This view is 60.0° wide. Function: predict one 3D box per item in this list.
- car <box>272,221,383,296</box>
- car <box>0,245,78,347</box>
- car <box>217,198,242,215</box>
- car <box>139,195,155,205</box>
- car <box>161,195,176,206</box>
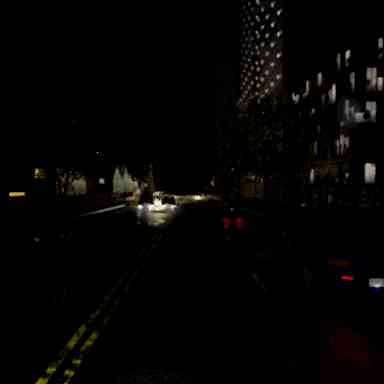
[{"bbox_3d":[3.350,1.452,8.317,1.812,1.442,4.674,0,0,0],"label":"car"},{"bbox_3d":[-3.351,1.557,4.828,1.895,1.301,4.718,0,0,0],"label":"car"},{"bbox_3d":[3.354,1.243,30.410,2.128,1.511,4.902,0,0,0],"label":"car"},{"bbox_3d":[-6.559,1.149,48.364,1.812,1.442,4.674,0,0,0],"label":"car"},{"bbox_3d":[-3.309,1.178,47.329,2.033,1.411,5.357,0,0,1],"label":"car"}]
